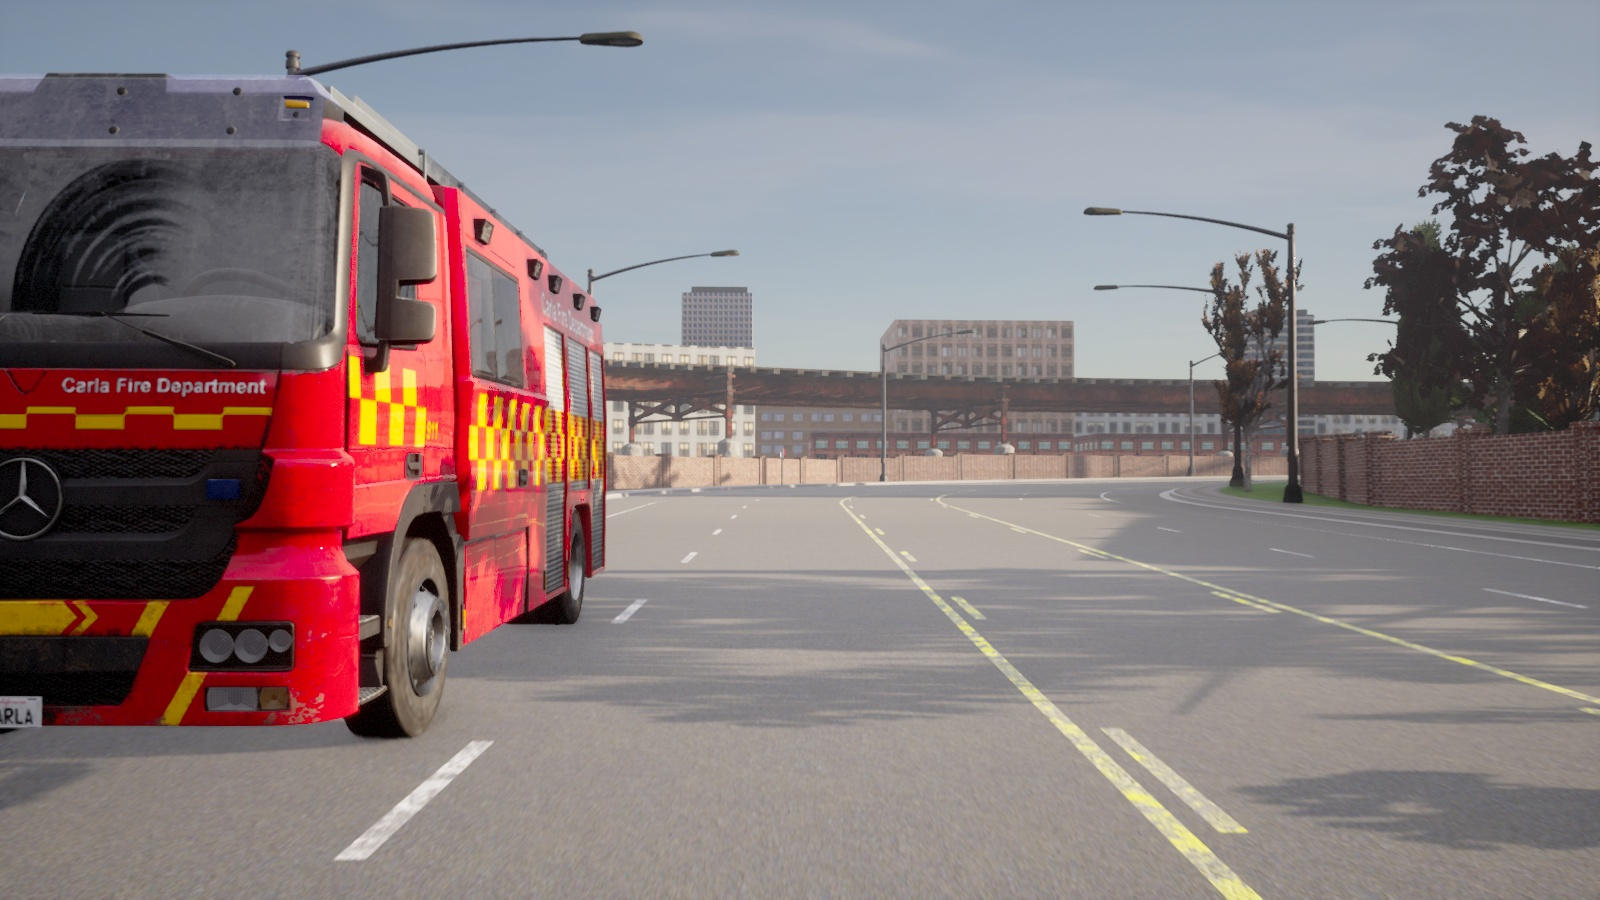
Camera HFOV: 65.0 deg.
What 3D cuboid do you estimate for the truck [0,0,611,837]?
[{"bbox_3d":[-3.529,-0.216,9.622,2.891,3.827,8.468,0,-1,0],"label":"truck"}]
